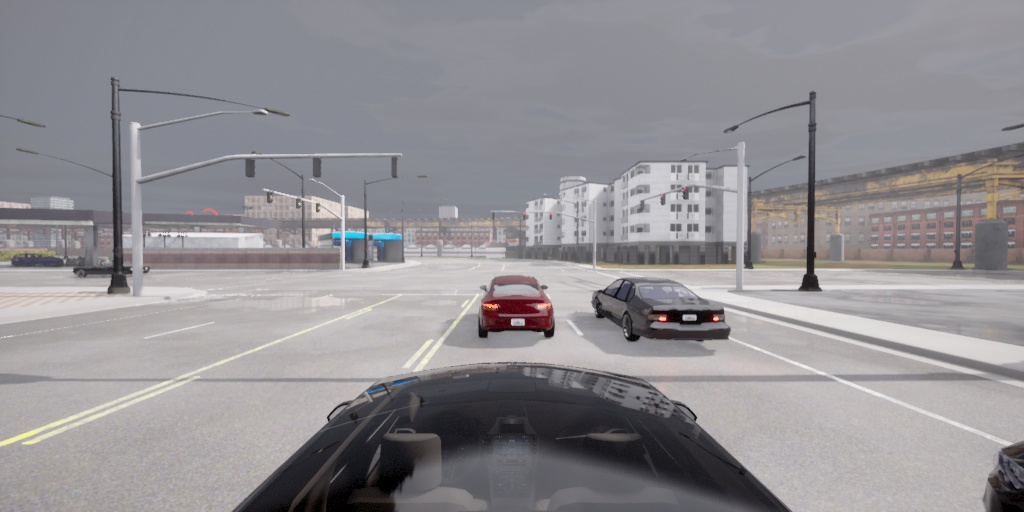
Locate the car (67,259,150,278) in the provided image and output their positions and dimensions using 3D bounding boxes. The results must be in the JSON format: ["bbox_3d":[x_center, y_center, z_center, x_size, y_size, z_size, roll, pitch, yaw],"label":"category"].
[{"bbox_3d":[-33.734,1.126,30.202,4.718,1.301,1.895,0,1,-1],"label":"car"}]

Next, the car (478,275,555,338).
[{"bbox_3d":[0.067,1.254,10.026,1.812,1.442,4.674,0,0,-1],"label":"car"}]

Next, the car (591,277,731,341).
[{"bbox_3d":[3.578,1.280,9.743,2.033,1.411,5.357,0,0,0],"label":"car"}]
